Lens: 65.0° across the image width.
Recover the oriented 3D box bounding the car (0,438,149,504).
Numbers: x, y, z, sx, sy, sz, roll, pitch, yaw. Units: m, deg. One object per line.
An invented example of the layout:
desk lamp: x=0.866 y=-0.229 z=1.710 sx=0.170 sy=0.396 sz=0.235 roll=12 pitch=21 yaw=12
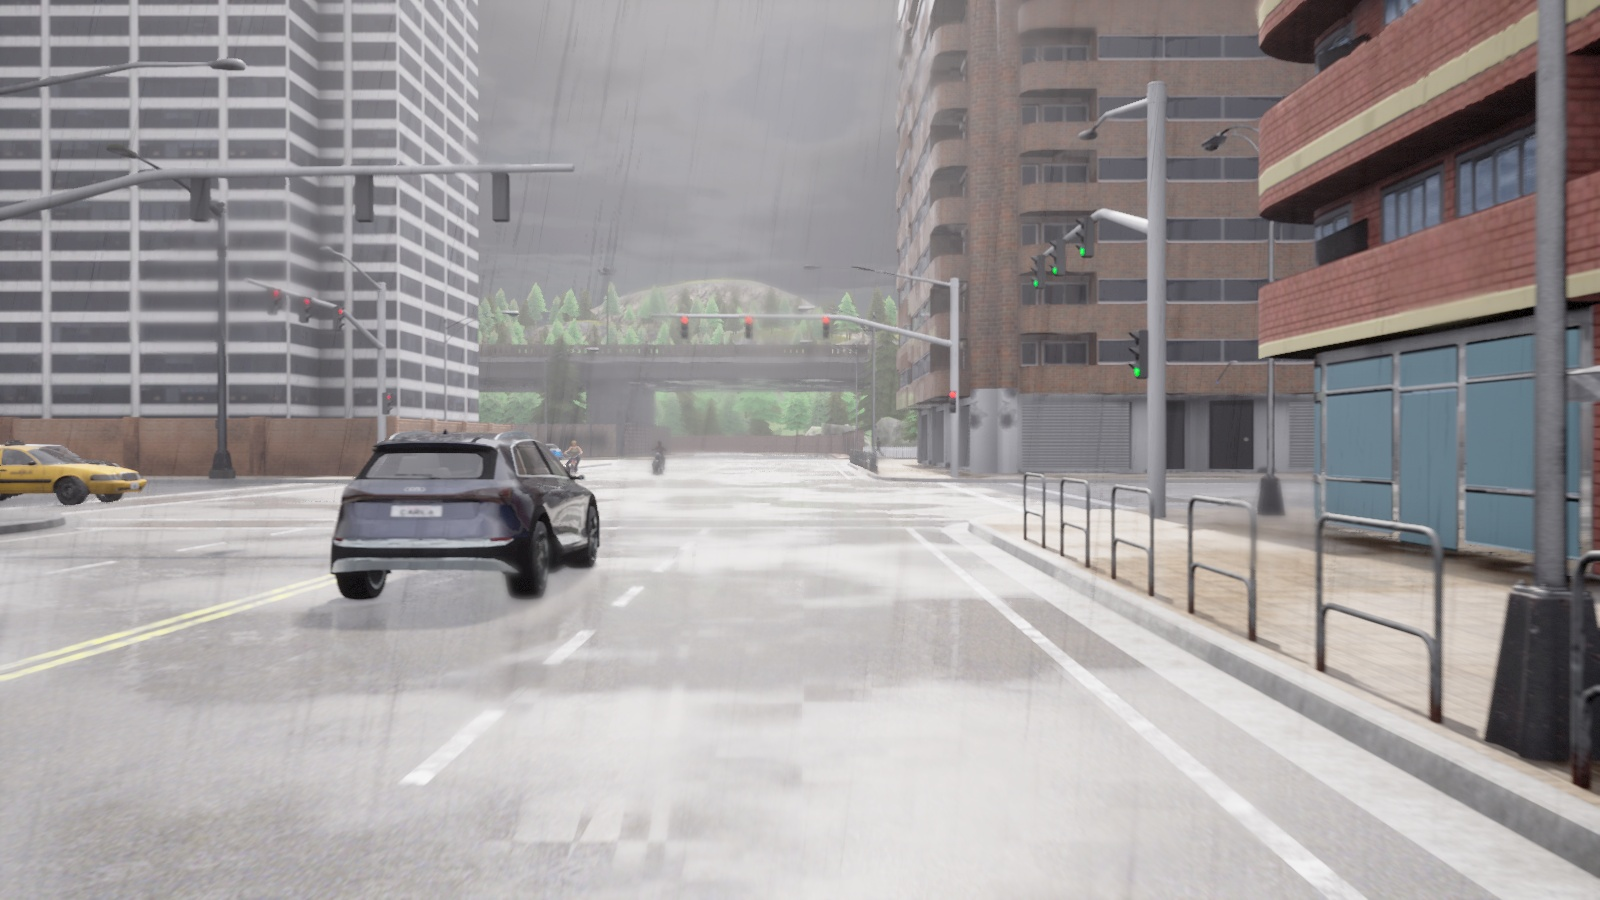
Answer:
car: x=-19.119 y=0.496 z=30.832 sx=5.366 sy=1.575 sz=1.801 roll=0 pitch=0 yaw=2

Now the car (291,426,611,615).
car: x=-3.410 y=0.598 z=13.385 sx=2.033 sy=1.649 sz=4.856 roll=0 pitch=0 yaw=0

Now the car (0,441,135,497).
car: x=-20.633 y=0.502 z=34.379 sx=3.806 sy=1.475 sz=1.970 roll=0 pitch=0 yaw=1

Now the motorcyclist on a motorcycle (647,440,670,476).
motorcyclist on a motorcycle: x=-6.654 y=0.358 z=59.114 sx=0.766 sy=1.649 sz=2.350 roll=0 pitch=0 yaw=0
